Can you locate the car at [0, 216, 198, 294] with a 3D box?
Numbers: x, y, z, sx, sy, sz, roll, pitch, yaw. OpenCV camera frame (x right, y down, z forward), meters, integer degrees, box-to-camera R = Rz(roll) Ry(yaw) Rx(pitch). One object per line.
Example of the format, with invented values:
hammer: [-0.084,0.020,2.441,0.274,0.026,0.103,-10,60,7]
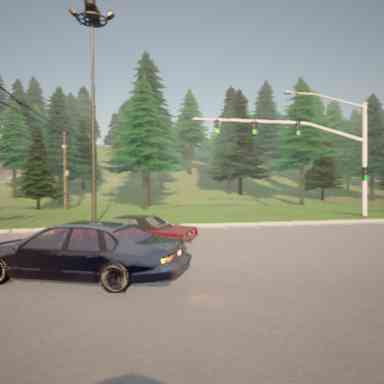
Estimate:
car: [-2.726,1.436,8.107,5.357,1.411,2.033,0,1,13]
